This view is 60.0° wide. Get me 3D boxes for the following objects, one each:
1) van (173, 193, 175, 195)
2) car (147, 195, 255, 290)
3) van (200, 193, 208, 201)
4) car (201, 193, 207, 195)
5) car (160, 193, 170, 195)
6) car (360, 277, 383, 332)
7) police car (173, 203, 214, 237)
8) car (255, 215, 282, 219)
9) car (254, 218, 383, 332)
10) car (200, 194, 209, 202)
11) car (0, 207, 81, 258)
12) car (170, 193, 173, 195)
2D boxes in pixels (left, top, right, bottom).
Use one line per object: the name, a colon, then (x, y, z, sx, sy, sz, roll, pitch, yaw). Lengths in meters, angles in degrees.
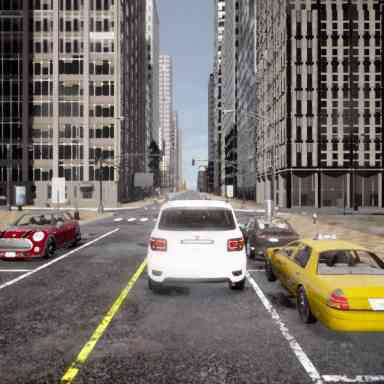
van: (-5.622, 1.225, 84.433, 1.690, 1.788, 3.998, 0, 0, 0)
car: (0.107, 1.220, 9.212, 2.150, 2.045, 5.566, 0, 0, 0)
van: (2.753, 1.239, 78.738, 1.690, 1.788, 3.998, 0, 0, 0)
car: (2.836, 1.380, 61.685, 1.967, 1.590, 4.097, 0, 0, 0)
car: (-5.736, 1.380, 61.693, 1.967, 1.590, 4.097, 0, 0, 0)
car: (2.693, 1.551, 1.086, 2.008, 1.369, 4.403, 0, 0, 0)
police car: (0.111, 1.497, 19.132, 2.038, 1.542, 4.974, 0, 0, 1)
car: (2.702, 1.548, 12.425, 2.008, 1.369, 4.403, 0, 0, 0)
car: (2.697, 1.525, 6.927, 1.752, 1.417, 4.829, 0, 0, 0)
car: (2.748, 1.353, 73.053, 1.967, 1.590, 4.097, 0, 0, 0)
car: (-5.678, 1.437, 12.430, 1.967, 1.590, 4.097, 0, 0, 0)
car: (-5.665, 1.242, 67.378, 2.192, 1.841, 5.009, 0, 0, 0)
